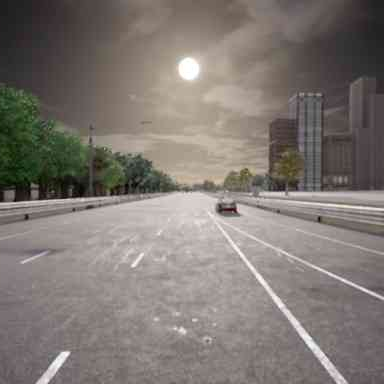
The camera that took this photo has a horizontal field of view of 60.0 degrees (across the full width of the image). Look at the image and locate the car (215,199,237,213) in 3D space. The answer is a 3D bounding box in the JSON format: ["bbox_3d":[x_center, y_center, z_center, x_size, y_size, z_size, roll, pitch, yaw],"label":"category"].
[{"bbox_3d":[3.597,1.440,35.531,2.163,1.488,4.792,0,0,-1],"label":"car"}]
